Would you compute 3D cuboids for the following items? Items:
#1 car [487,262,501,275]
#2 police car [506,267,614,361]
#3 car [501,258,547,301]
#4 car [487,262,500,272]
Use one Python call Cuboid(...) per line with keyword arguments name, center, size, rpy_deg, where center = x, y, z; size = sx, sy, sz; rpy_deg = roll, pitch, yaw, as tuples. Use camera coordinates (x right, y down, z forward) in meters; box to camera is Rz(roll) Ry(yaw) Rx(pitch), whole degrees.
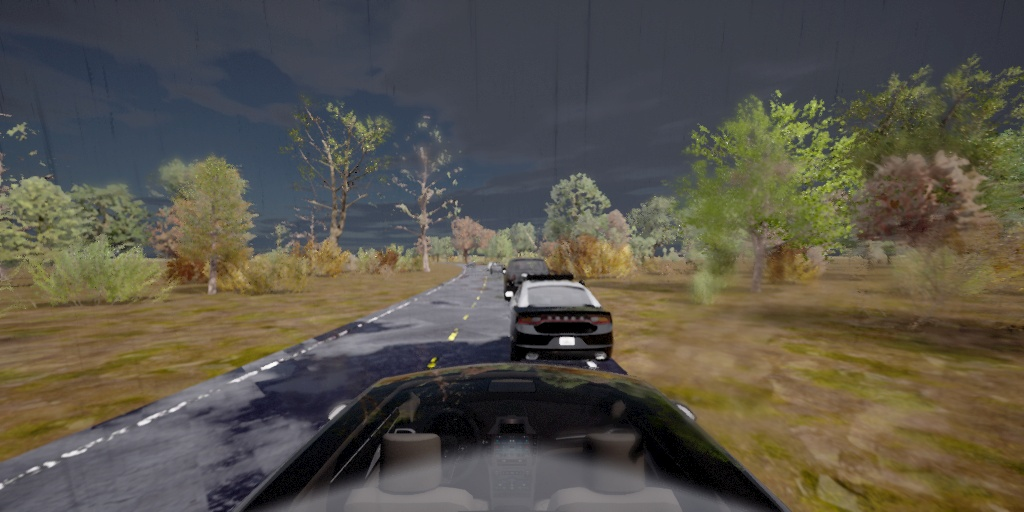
Cuboid(name="car", center=(-1.951, 1.625, 47.212), size=(2.128, 1.511, 4.902), rpy_deg=(0, 0, -5))
Cuboid(name="police car", center=(0.885, 1.230, 8.529), size=(1.930, 1.638, 5.238), rpy_deg=(0, 0, -1))
Cuboid(name="car", center=(0.672, 1.111, 18.497), size=(2.150, 2.045, 5.566), rpy_deg=(0, 0, -2))
Cuboid(name="car", center=(-3.140, 1.763, 59.008), size=(1.812, 1.442, 4.674), rpy_deg=(0, 0, -7))
